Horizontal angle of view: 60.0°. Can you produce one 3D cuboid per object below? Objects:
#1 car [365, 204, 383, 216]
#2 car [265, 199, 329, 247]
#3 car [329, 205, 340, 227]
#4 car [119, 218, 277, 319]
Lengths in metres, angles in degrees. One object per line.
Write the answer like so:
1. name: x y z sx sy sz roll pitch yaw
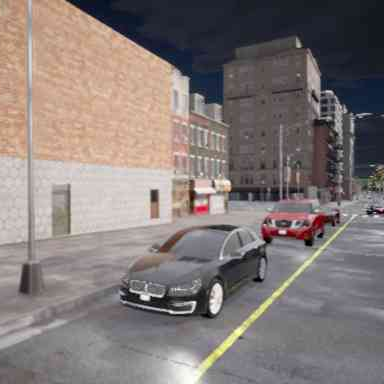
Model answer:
1. car: 21.156 2.021 37.307 1.895 1.301 4.718 1 0 44
2. car: 5.177 1.372 16.529 2.150 2.045 5.566 0 0 29
3. car: 10.237 1.722 25.679 1.882 1.535 5.008 0 0 29
4. car: 0.366 1.566 7.786 1.837 1.490 4.892 0 0 29
